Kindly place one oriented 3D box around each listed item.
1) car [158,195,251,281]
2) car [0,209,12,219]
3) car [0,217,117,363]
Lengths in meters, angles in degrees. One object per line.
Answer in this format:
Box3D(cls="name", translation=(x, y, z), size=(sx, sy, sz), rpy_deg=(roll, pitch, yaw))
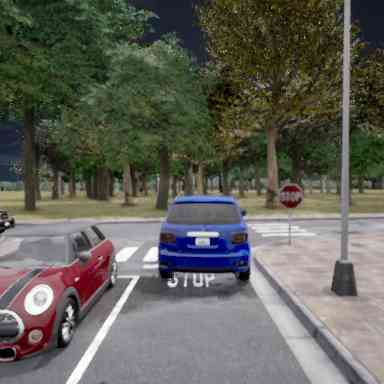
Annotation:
Box3D(cls="car", translation=(0.425, 1.086, 9.622), size=(2.150, 2.045, 5.566), rpy_deg=(0, 1, 4))
Box3D(cls="car", translation=(-11.473, 1.211, 15.695), size=(5.566, 2.045, 2.150), rpy_deg=(-1, 2, 0))
Box3D(cls="car", translation=(-2.652, 1.356, 5.882), size=(1.967, 1.590, 4.097), rpy_deg=(-1, 1, 0))
